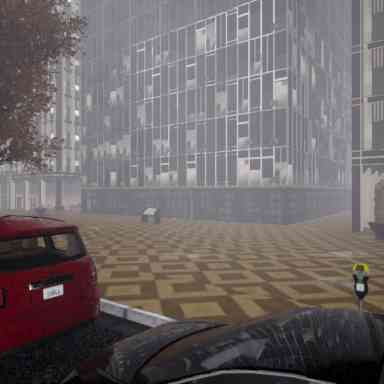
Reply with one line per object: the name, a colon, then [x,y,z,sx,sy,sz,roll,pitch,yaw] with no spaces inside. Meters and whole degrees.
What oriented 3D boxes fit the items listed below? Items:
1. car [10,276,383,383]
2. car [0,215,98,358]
car: [0.840,1.566,2.278,4.313,1.339,1.947,0,0,36]
car: [-3.651,1.315,5.493,5.009,1.841,2.192,0,0,36]
